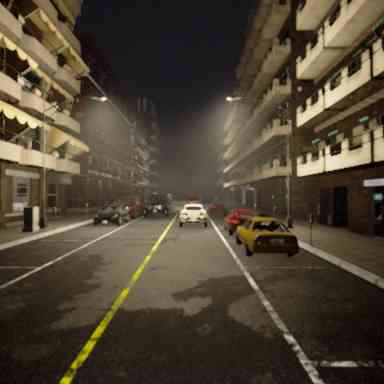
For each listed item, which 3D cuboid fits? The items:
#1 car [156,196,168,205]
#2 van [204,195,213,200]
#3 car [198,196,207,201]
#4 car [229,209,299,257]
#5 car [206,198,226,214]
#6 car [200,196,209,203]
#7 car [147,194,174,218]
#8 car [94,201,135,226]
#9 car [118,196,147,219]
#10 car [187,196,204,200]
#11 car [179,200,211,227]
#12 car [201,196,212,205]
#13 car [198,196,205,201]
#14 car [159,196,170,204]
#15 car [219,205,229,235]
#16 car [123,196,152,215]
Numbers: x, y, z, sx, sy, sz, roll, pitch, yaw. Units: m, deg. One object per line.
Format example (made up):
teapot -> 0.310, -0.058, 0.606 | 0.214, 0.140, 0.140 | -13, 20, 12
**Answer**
car -> -5.669, 1.566, 62.720 | 1.752, 1.417, 4.829 | 1, 0, 0
van -> 2.716, 1.378, 57.278 | 1.690, 1.788, 3.998 | 1, 0, 0
car -> 2.682, 1.622, 85.133 | 1.947, 1.339, 4.313 | 1, 0, 0
car -> 2.703, 1.533, 12.878 | 1.752, 1.417, 4.829 | 1, 0, 0
car -> 2.706, 1.604, 34.993 | 1.802, 1.307, 4.206 | 1, 0, 0
car -> 2.692, 1.593, 73.991 | 1.887, 1.381, 4.507 | 1, 0, 0
car -> -3.092, 1.241, 30.557 | 2.150, 2.045, 5.566 | 0, 0, 0
car -> -5.676, 1.581, 23.892 | 1.947, 1.339, 4.313 | 1, 0, 0
car -> -5.671, 1.334, 29.462 | 2.192, 1.841, 5.009 | 1, 0, 0
car -> 0.098, 1.379, 41.326 | 2.097, 1.767, 4.553 | 0, 0, 0
car -> 0.099, 1.540, 23.042 | 1.812, 1.442, 4.674 | 0, 0, 0
car -> 2.719, 1.566, 63.019 | 1.752, 1.417, 4.829 | 1, 0, 0
car -> 2.683, 1.642, 90.705 | 1.802, 1.307, 4.206 | 1, 0, 0
car -> -5.668, 1.611, 68.461 | 1.947, 1.339, 4.313 | 1, 0, 0
car -> 2.703, 1.594, 18.280 | 1.802, 1.307, 4.206 | 1, 0, 0
car -> -5.670, 1.338, 35.034 | 2.192, 1.841, 5.009 | 1, 0, 0
